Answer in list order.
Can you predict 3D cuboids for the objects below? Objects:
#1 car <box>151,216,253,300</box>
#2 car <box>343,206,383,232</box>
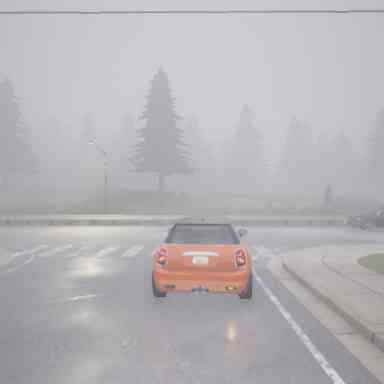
[{"bbox_3d":[0.370,1.386,8.705,2.097,1.767,4.553,0,0,5],"label":"car"},{"bbox_3d":[11.741,1.570,20.098,4.902,1.511,2.128,0,0,1],"label":"car"}]
